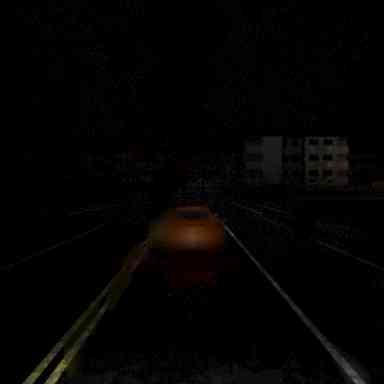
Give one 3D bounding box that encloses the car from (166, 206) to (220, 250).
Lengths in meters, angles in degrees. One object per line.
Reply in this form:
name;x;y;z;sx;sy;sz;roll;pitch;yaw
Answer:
car;0.044;1.308;13.420;1.882;1.535;5.008;0;1;0
